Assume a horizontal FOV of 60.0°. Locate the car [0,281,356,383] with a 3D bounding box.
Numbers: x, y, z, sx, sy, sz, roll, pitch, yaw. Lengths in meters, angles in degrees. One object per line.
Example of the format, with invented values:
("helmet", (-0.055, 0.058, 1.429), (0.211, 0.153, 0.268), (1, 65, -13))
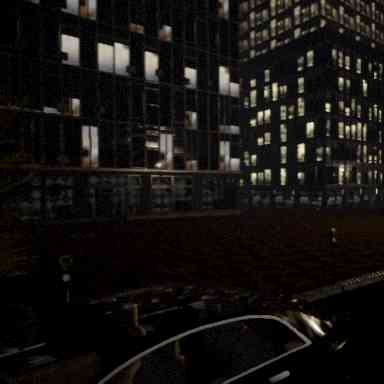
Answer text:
("car", (-0.493, 1.527, 2.554), (4.403, 1.369, 2.008), (0, -1, -35))
